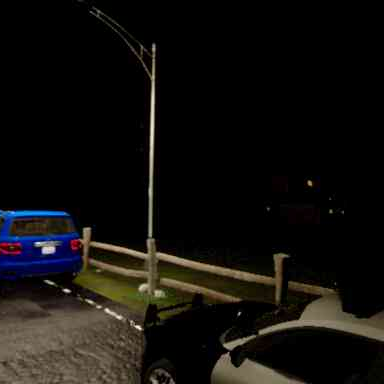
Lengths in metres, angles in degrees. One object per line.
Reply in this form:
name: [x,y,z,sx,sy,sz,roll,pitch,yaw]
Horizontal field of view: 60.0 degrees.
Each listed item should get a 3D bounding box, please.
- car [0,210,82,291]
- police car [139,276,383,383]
car: [-5.328,1.559,10.096,2.150,2.045,5.566,3,-3,-43]
police car: [1.423,1.580,2.826,1.930,1.638,5.238,3,-3,-43]
